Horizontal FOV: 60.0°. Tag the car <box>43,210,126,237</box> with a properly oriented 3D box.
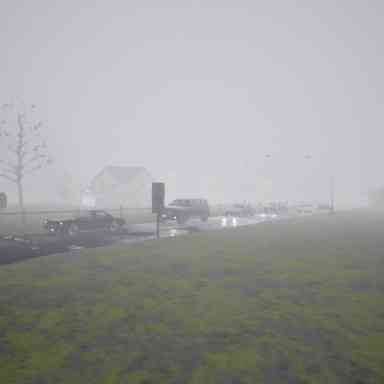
[{"bbox_3d":[-6.315,1.785,19.871,1.895,1.301,4.718,1,0,35],"label":"car"}]

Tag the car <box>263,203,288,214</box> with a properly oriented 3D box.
[{"bbox_3d":[11.280,2.196,44.727,1.895,1.301,4.718,1,0,36],"label":"car"}]

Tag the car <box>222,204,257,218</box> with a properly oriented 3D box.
[{"bbox_3d":[5.349,2.007,36.387,2.033,1.411,5.357,1,0,35],"label":"car"}]

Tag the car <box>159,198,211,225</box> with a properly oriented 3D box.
[{"bbox_3d":[-0.563,1.543,28.014,2.150,2.045,5.566,1,0,35],"label":"car"}]

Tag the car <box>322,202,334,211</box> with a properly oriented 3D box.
[{"bbox_3d":[22.162,2.381,55.112,1.994,1.385,4.181,1,0,35],"label":"car"}]

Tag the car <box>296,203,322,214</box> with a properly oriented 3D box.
[{"bbox_3d":[16.335,2.288,46.864,1.895,1.301,4.718,1,0,35],"label":"car"}]
